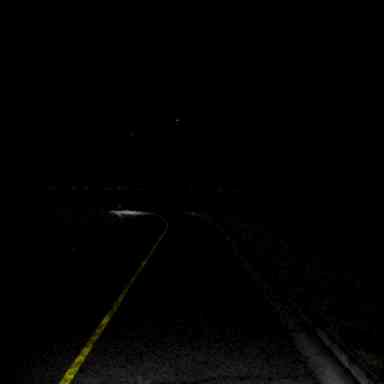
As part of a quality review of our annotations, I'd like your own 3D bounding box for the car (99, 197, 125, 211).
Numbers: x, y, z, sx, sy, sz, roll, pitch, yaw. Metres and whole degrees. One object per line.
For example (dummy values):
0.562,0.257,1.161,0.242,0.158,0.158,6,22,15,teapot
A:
-9.564,1.400,39.673,2.128,1.511,4.902,0,0,-35,car
